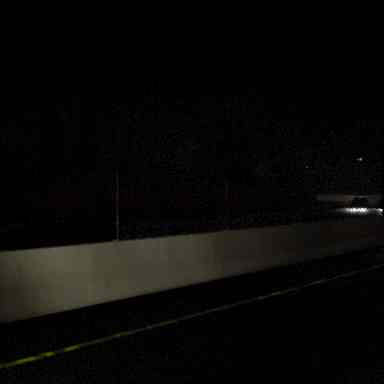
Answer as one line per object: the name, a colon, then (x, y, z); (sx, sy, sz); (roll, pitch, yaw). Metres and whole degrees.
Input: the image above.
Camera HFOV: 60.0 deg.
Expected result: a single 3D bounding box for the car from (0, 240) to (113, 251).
car: (-4.414, 1.504, 9.453); (4.892, 1.490, 1.837); (0, 0, -36)
